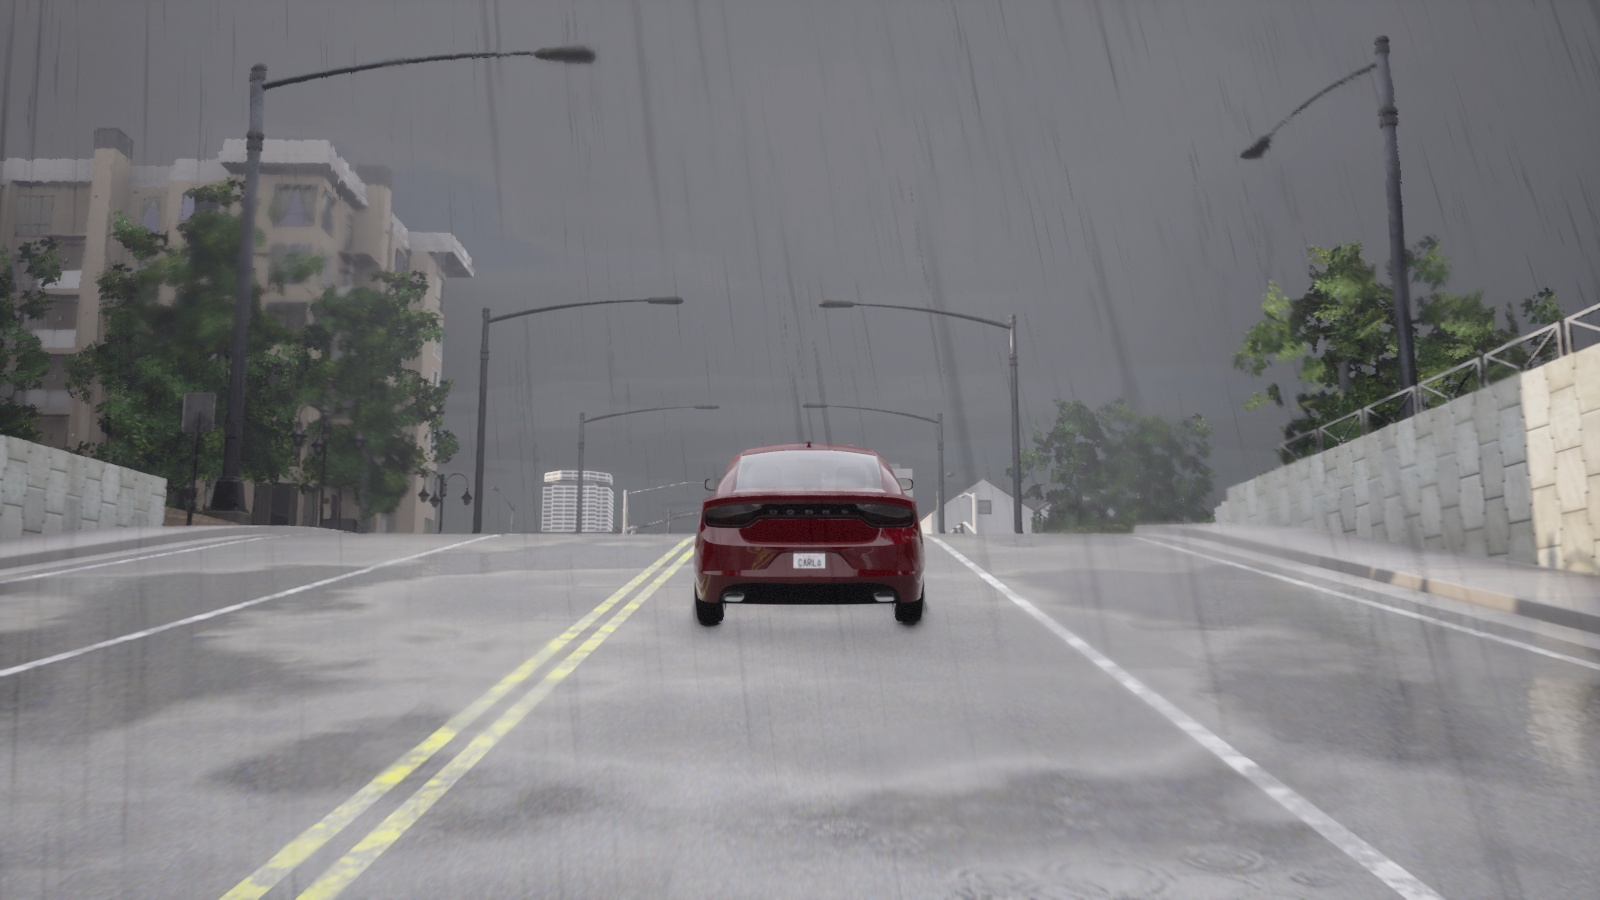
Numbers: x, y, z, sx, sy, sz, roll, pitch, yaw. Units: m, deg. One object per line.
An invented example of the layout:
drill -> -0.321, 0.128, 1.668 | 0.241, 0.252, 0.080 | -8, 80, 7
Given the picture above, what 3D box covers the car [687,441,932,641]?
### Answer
car -> 0.085, 0.686, 12.146 | 1.882, 1.535, 5.008 | 0, 0, 0
